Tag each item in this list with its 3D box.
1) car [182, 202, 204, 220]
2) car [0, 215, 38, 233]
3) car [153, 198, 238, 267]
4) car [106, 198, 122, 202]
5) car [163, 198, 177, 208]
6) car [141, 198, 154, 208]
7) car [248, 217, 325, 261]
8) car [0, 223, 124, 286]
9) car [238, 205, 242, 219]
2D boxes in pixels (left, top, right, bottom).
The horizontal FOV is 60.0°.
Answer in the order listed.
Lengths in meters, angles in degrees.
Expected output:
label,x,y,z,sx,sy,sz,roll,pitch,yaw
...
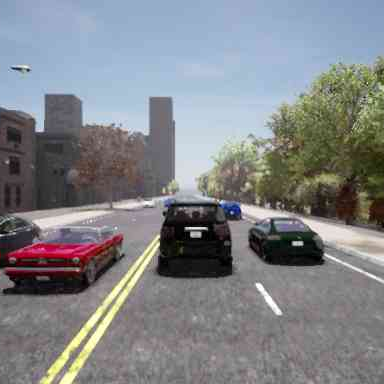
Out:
label,x,y,z,sx,sy,sz,roll,pitch,yaw
car,0.105,1.644,29.990,1.812,1.442,4.674,0,0,0
car,-6.599,1.548,10.760,1.837,1.490,4.892,0,0,0
car,0.102,1.268,11.707,2.150,2.045,5.566,0,0,0
car,-20.677,2.170,87.786,4.313,1.339,1.947,-1,1,-1
car,-3.462,1.688,53.167,1.882,1.535,5.008,0,0,0
car,-6.702,1.730,51.589,1.812,1.442,4.674,0,0,-1
car,3.352,1.614,12.558,1.994,1.385,4.181,0,0,0
car,-3.350,1.640,9.679,1.895,1.301,4.718,0,0,0
car,3.354,1.597,30.434,1.882,1.535,5.008,0,0,0
